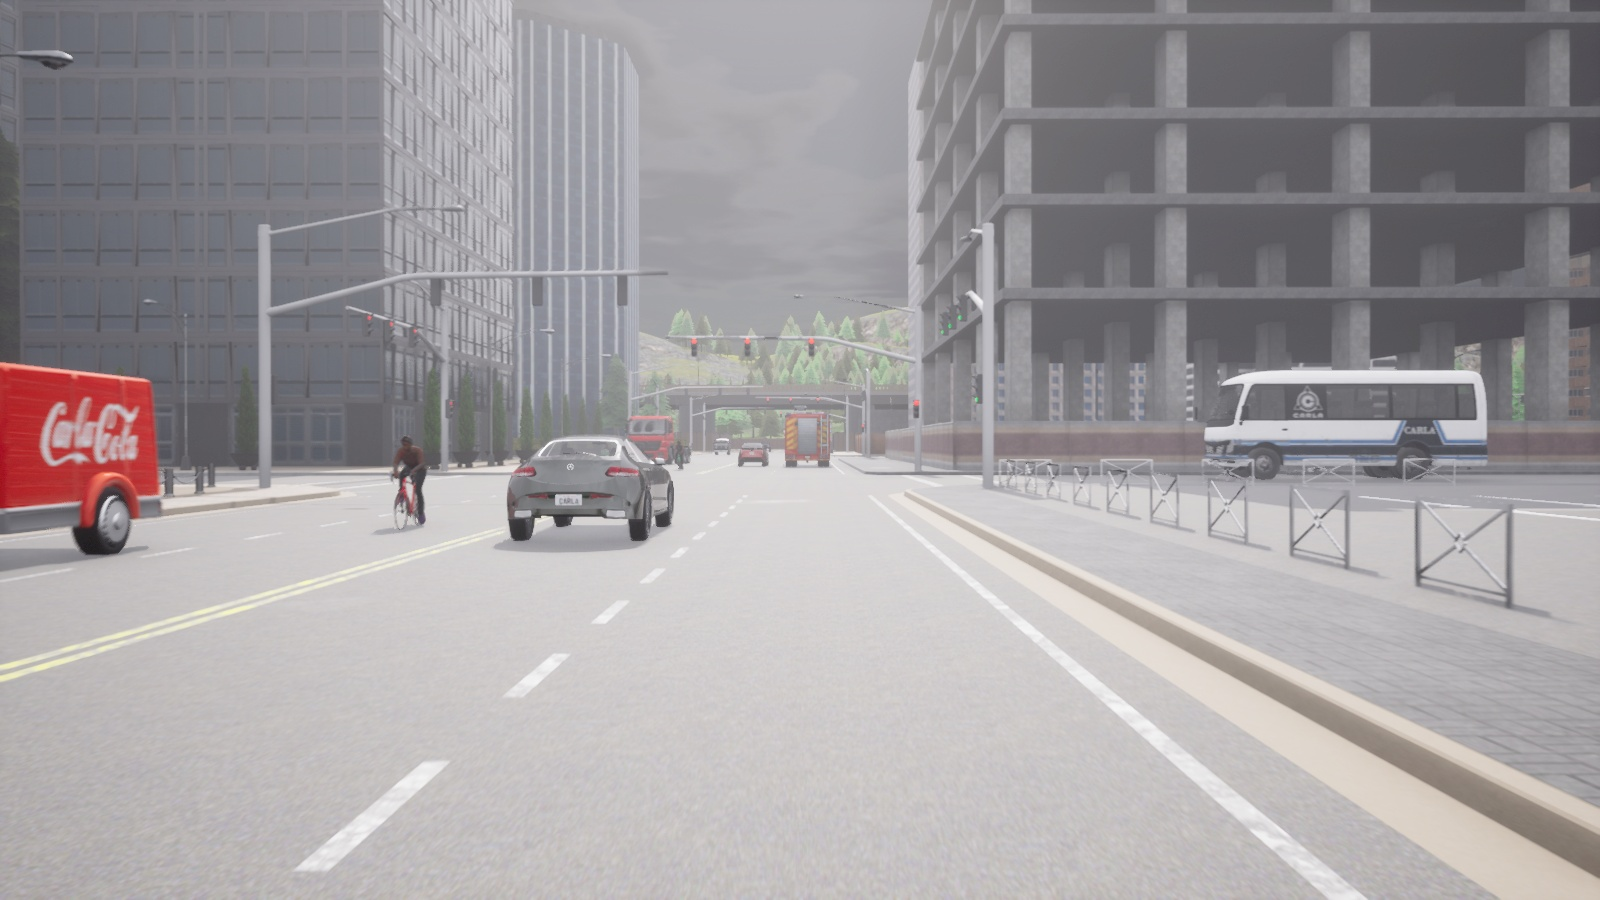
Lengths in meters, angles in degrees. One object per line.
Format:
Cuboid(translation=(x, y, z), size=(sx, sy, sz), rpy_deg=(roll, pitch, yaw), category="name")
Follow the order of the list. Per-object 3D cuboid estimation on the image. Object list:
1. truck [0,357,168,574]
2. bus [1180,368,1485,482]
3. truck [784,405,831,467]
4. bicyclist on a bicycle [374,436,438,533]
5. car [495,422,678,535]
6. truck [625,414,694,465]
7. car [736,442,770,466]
Cuboid(translation=(-10.397, 0.164, 15.416), size=(2.627, 2.467, 5.204), rpy_deg=(0, 0, 0), category="truck")
Cuboid(translation=(20.583, -0.946, 49.112), size=(10.273, 4.253, 3.944), rpy_deg=(0, 0, 0), category="bus")
Cuboid(translation=(0.483, -0.880, 82.089), size=(2.891, 3.827, 8.468), rpy_deg=(0, 0, 0), category="truck")
Cuboid(translation=(-6.860, 0.570, 21.918), size=(0.582, 1.620, 1.656), rpy_deg=(0, 1, 0), category="bicyclist on a bicycle")
Cuboid(translation=(-3.366, 0.405, 20.856), size=(2.152, 1.651, 5.027), rpy_deg=(0, 0, 0), category="car")
Cuboid(translation=(-9.863, -0.744, 88.845), size=(2.891, 3.462, 7.936), rpy_deg=(0, 0, 8), category="truck")
Cuboid(translation=(-3.022, 0.232, 81.453), size=(2.007, 1.525, 4.514), rpy_deg=(0, 0, 0), category="car")
